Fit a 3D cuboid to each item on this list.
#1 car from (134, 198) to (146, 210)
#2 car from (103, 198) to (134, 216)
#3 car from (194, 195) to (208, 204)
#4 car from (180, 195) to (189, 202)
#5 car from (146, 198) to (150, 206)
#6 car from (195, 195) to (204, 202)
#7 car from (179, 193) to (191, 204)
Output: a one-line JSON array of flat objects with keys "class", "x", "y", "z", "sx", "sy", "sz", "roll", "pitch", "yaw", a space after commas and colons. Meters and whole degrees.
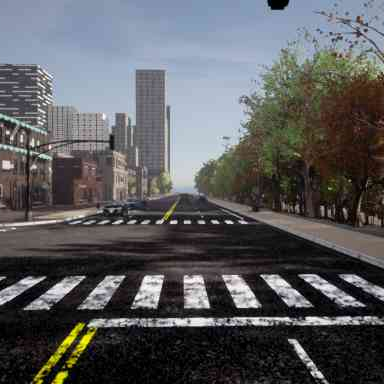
[{"class": "car", "x": -7.604, "y": 1.533, "z": 42.986, "sx": 2.033, "sy": 1.411, "sz": 5.357, "roll": 0, "pitch": 0, "yaw": -2}, {"class": "car", "x": -7.350, "y": 1.481, "z": 32.609, "sx": 2.128, "sy": 1.511, "sz": 4.902, "roll": 0, "pitch": 0, "yaw": -1}, {"class": "car", "x": 1.891, "y": 1.454, "z": 62.864, "sx": 1.882, "sy": 1.535, "sz": 5.008, "roll": 0, "pitch": 0, "yaw": -1}, {"class": "car", "x": -1.703, "y": 1.447, "z": 74.225, "sx": 1.882, "sy": 1.535, "sz": 5.008, "roll": 0, "pitch": 0, "yaw": -1}, {"class": "car", "x": -7.824, "y": 1.581, "z": 53.088, "sx": 1.895, "sy": 1.301, "sz": 4.718, "roll": 0, "pitch": 0, "yaw": -1}, {"class": "car", "x": 1.555, "y": 1.471, "z": 72.970, "sx": 1.837, "sy": 1.490, "sz": 4.892, "roll": 0, "pitch": 0, "yaw": -1}, {"class": "car", "x": -1.376, "y": 1.197, "z": 63.643, "sx": 2.150, "sy": 2.045, "sz": 5.566, "roll": 0, "pitch": 0, "yaw": -1}]
